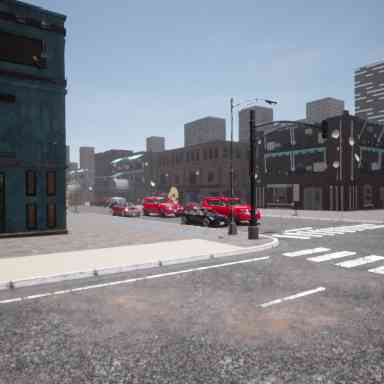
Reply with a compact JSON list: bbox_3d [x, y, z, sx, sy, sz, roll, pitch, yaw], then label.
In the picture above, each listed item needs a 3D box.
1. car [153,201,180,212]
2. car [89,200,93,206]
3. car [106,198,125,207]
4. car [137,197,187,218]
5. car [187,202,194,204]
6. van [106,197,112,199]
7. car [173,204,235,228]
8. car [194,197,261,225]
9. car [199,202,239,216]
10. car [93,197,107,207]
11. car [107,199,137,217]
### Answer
[{"bbox_3d":[-3.555,1.966,45.434,1.802,1.307,4.206,-2,0,-36],"label":"car"},{"bbox_3d":[-19.644,2.228,67.954,1.887,1.381,4.507,-1,0,-36],"label":"car"},{"bbox_3d":[-9.084,1.962,43.249,1.837,1.490,4.892,-1,0,-36],"label":"car"},{"bbox_3d":[-3.257,1.566,35.065,2.150,2.045,5.566,-1,0,-35],"label":"car"},{"bbox_3d":[-0.338,1.904,40.931,1.802,1.307,4.206,-2,0,-36],"label":"car"},{"bbox_3d":[-13.214,1.907,58.946,1.690,1.788,3.998,-1,0,-36],"label":"van"},{"bbox_3d":[0.811,1.814,24.695,1.947,1.339,4.313,-2,0,-36],"label":"car"},{"bbox_3d":[2.898,1.445,26.478,2.150,2.045,5.566,-1,0,-34],"label":"car"},{"bbox_3d":[2.879,1.809,36.426,2.008,1.369,4.403,-2,0,-36],"label":"car"},{"bbox_3d":[-16.432,1.940,63.449,2.192,1.841,5.009,-1,0,-36],"label":"car"},{"bbox_3d":[-7.159,1.846,36.057,1.967,1.590,4.097,-1,0,-36],"label":"car"}]
